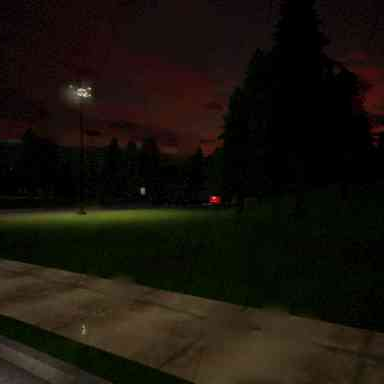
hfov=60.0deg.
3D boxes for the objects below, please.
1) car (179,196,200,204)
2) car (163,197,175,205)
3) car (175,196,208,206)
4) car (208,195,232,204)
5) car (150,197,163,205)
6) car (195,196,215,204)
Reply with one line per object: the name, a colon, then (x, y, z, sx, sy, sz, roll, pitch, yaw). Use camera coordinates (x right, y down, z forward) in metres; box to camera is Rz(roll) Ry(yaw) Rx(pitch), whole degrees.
car: (-0.423, 1.518, 66.204, 1.812, 1.442, 4.674, 0, 0, 33)
car: (-2.449, 1.557, 56.569, 1.994, 1.385, 4.181, 0, 0, 34)
car: (-0.007, 1.485, 53.920, 2.128, 1.511, 4.902, 0, 0, 34)
car: (5.459, 1.215, 62.409, 2.150, 2.045, 5.566, 0, 0, 33)
car: (-5.380, 1.556, 58.483, 1.994, 1.385, 4.181, 0, 0, 34)
car: (2.510, 1.518, 64.294, 1.812, 1.442, 4.674, 0, 0, 33)
